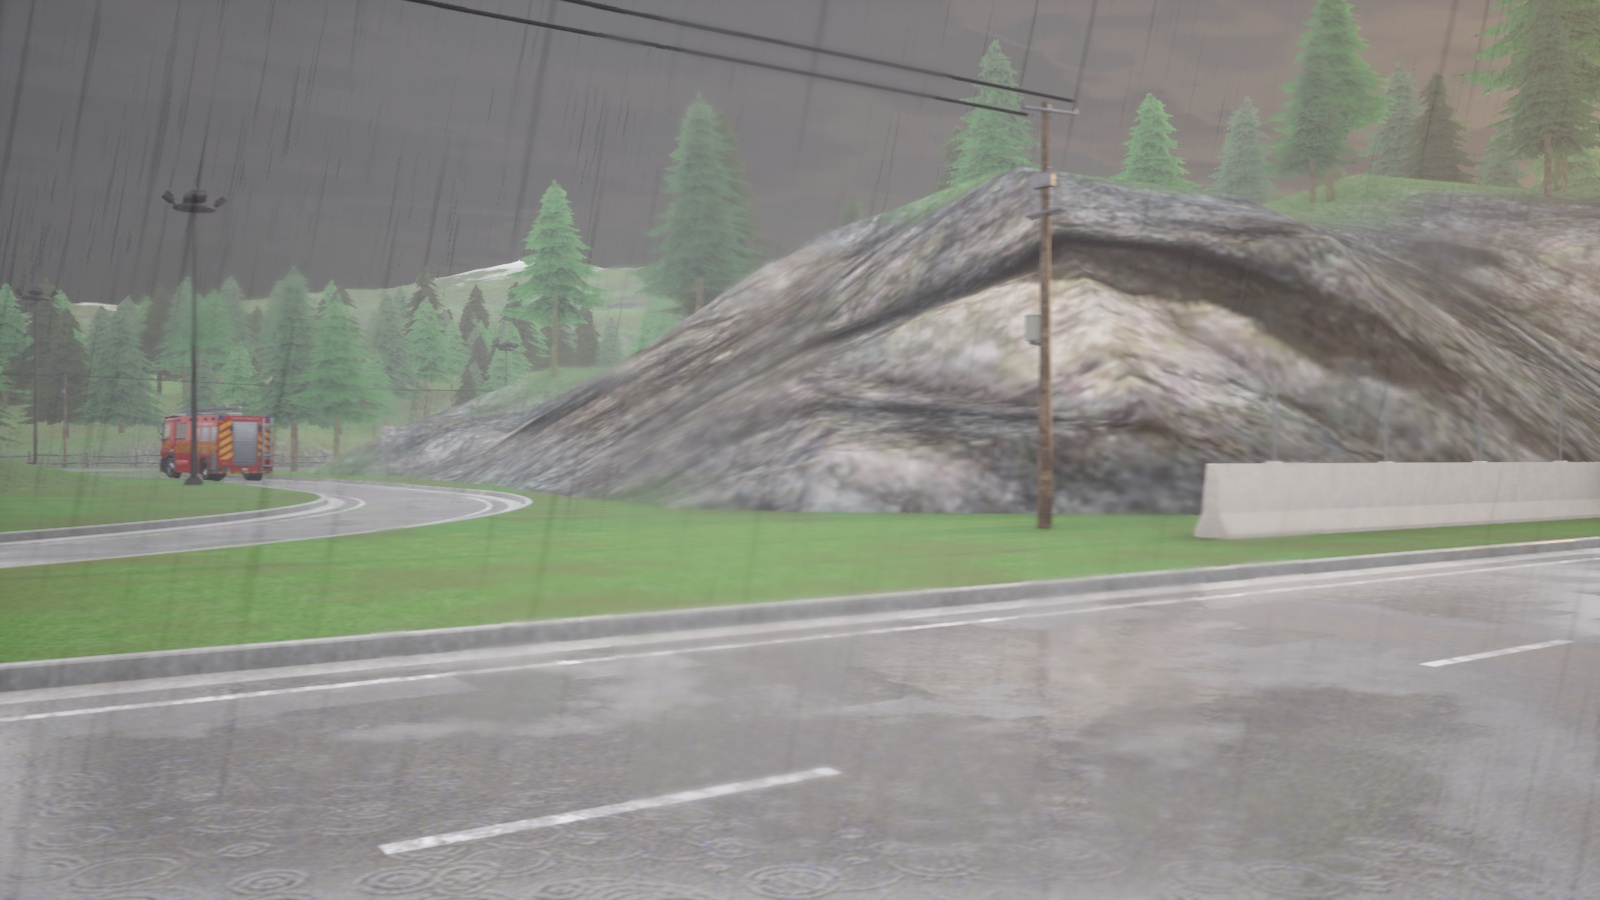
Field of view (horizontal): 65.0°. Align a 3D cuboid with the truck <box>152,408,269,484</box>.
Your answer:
[{"bbox_3d":[-31.354,-0.190,66.643,8.468,3.827,2.891,0,0,45],"label":"truck"}]
